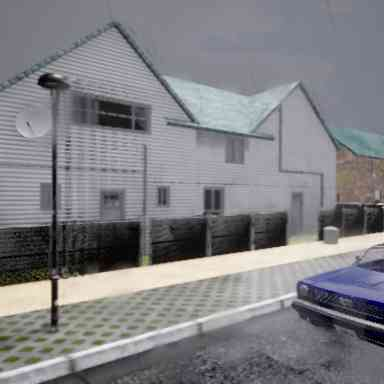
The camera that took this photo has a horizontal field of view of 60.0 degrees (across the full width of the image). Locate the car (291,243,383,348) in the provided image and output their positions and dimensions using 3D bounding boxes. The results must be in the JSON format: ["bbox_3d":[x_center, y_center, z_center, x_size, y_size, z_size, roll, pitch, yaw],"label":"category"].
[{"bbox_3d":[3.905,1.610,5.854,4.718,1.301,1.895,0,0,-35],"label":"car"}]
